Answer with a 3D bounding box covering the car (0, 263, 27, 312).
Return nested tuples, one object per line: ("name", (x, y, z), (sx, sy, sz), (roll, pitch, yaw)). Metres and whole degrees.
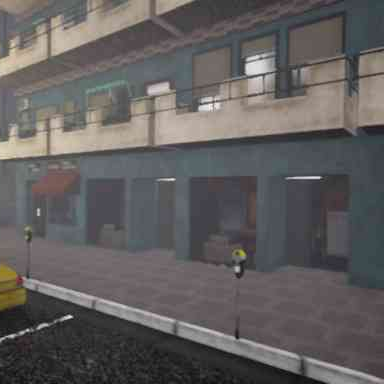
("car", (-5.140, 1.532, 6.524), (4.829, 1.417, 1.752), (0, 1, 35))
